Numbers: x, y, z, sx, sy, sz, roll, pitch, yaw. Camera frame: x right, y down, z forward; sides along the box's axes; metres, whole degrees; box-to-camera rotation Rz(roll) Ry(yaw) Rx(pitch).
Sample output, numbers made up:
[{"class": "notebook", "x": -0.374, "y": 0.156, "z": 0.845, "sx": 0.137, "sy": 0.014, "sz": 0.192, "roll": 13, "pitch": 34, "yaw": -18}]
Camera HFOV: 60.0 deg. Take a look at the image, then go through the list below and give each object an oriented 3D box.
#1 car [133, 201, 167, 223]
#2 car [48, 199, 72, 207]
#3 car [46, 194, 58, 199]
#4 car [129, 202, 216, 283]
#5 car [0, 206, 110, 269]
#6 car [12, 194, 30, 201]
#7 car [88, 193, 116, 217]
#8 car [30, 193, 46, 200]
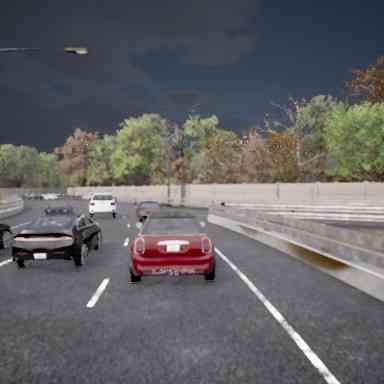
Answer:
[{"class": "car", "x": -3.380, "y": 1.476, "z": 26.026, "sx": 2.033, "sy": 1.411, "sz": 5.357, "roll": 0, "pitch": 0, "yaw": -14}, {"class": "car", "x": -11.251, "y": 1.532, "z": 28.400, "sx": 1.895, "sy": 1.301, "sz": 4.718, "roll": 0, "pitch": 0, "yaw": -16}, {"class": "car", "x": -33.960, "y": 1.209, "z": 79.927, "sx": 4.674, "sy": 1.442, "sz": 1.812, "roll": 0, "pitch": 0, "yaw": 42}, {"class": "car", "x": -0.621, "y": 1.323, "z": 9.863, "sx": 2.097, "sy": 1.767, "sz": 4.553, "roll": 0, "pitch": 0, "yaw": -5}, {"class": "car", "x": -4.278, "y": 1.465, "z": 11.188, "sx": 2.128, "sy": 1.511, "sz": 4.902, "roll": 0, "pitch": 0, "yaw": -6}, {"class": "car", "x": -39.247, "y": 1.217, "z": 75.223, "sx": 4.902, "sy": 1.511, "sz": 2.128, "roll": 0, "pitch": 0, "yaw": 42}, {"class": "car", "x": -7.940, "y": 1.142, "z": 29.522, "sx": 2.150, "sy": 2.045, "sz": 5.566, "roll": 0, "pitch": 0, "yaw": -16}, {"class": "car", "x": -36.789, "y": 1.035, "z": 77.715, "sx": 4.553, "sy": 1.767, "sz": 2.097, "roll": 0, "pitch": 0, "yaw": 42}]
